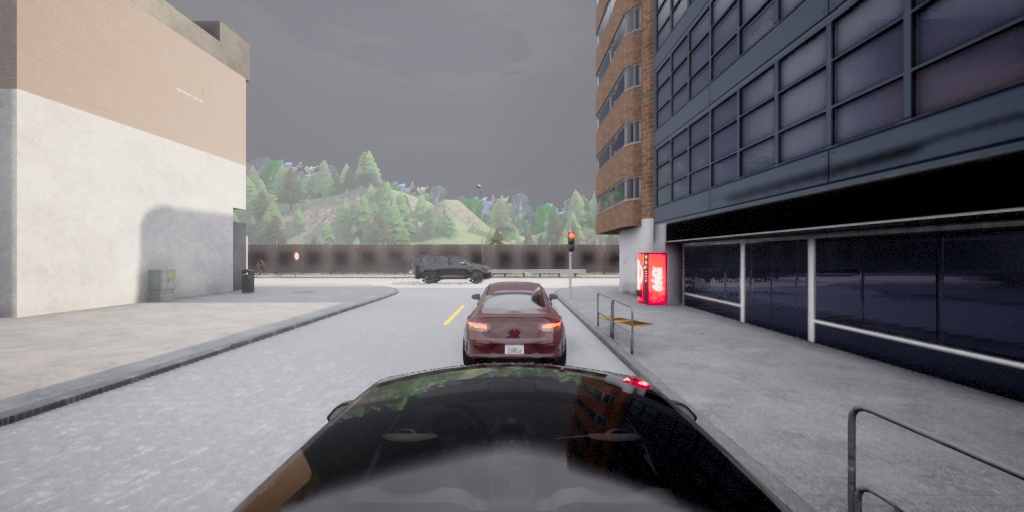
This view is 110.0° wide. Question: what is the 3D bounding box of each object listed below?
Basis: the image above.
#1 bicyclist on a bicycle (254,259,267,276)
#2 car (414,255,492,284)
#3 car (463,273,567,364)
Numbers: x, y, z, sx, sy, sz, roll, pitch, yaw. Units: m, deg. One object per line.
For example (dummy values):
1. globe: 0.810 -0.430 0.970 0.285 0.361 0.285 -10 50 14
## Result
1. bicyclist on a bicycle: -24.187 1.098 34.496 0.582 1.620 1.656 0 0 0
2. car: -4.260 0.974 26.083 5.566 2.045 2.150 0 0 0
3. car: 0.058 1.276 7.825 1.812 1.442 4.674 0 0 1
